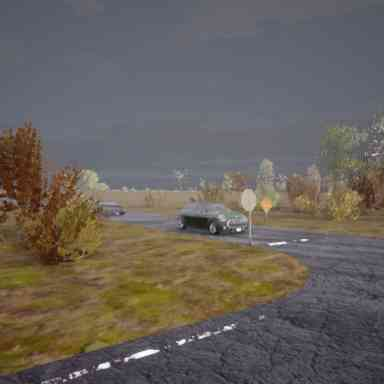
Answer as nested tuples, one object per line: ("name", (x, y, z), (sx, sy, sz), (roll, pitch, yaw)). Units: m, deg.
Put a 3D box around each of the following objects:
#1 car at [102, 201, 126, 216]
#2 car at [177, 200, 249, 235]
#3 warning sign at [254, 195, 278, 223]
("car", (-8.172, 1.567, 31.932), (2.033, 1.411, 5.357), (0, 0, -36))
("car", (1.104, 1.358, 18.974), (2.097, 1.767, 4.553), (0, 0, -36))
("warning sign", (5.172, 1.141, 23.176), (1.300, 1.860, 1.060), (0, 0, -36))
